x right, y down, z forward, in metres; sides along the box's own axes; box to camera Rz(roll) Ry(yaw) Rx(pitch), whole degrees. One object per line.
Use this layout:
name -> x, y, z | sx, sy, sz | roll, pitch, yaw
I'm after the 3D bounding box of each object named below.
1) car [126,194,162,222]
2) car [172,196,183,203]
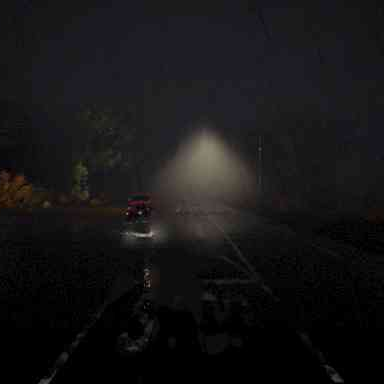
car -> -3.512, 1.152, 25.239 | 2.150, 2.045, 5.566 | 1, -2, 0
car -> -3.499, 1.638, 79.606 | 2.097, 1.767, 4.553 | 0, 0, 5
